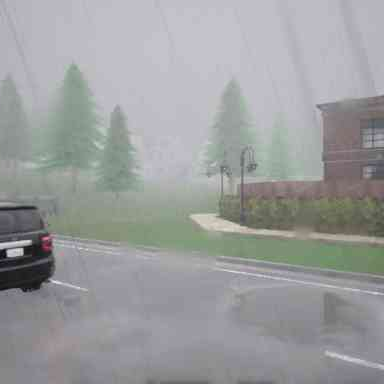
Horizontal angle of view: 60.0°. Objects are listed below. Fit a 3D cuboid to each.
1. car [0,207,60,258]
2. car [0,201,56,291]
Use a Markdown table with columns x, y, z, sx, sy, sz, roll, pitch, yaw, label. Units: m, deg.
| x | y | z | sx | sy | sz | roll | pitch | yaw | label |
| --- | --- | --- | --- | --- | --- | --- | --- | --- | --- |
| -7.818 | 1.491 | 13.621 | 4.902 | 1.511 | 2.128 | 0 | 0 | 35 | car |
| -5.514 | 1.222 | 7.763 | 5.566 | 2.045 | 2.150 | 0 | 0 | 35 | car |
